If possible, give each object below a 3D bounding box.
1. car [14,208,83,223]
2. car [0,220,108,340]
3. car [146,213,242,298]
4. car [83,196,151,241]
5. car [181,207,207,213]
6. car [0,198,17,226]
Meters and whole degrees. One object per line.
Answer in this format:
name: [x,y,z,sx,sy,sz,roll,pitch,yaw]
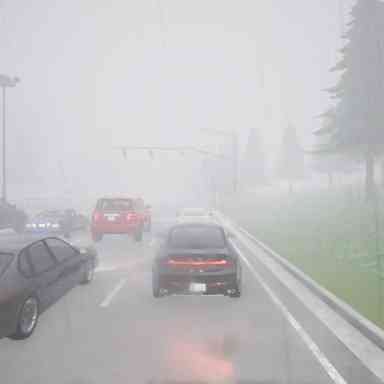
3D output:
car: [-6.856,1.547,17.448,2.033,1.411,5.357,0,0,-2]
car: [-3.398,1.547,6.467,2.033,1.411,5.357,0,0,0]
car: [0.106,1.505,8.521,1.837,1.490,4.892,0,0,0]
car: [-3.388,1.221,16.715,2.150,2.045,5.566,0,0,0]
car: [0.111,1.526,17.598,1.812,1.442,4.674,0,0,0]
car: [-10.390,1.221,16.558,2.150,2.045,5.566,0,0,0]
